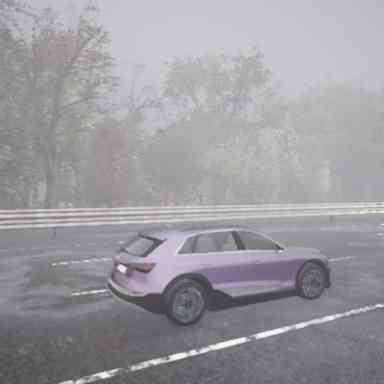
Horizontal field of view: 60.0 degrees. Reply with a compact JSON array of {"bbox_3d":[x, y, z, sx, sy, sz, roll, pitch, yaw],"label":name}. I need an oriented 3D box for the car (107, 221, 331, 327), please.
[{"bbox_3d":[0.729,1.437,6.999,4.856,1.649,2.033,0,0,-28],"label":"car"}]
